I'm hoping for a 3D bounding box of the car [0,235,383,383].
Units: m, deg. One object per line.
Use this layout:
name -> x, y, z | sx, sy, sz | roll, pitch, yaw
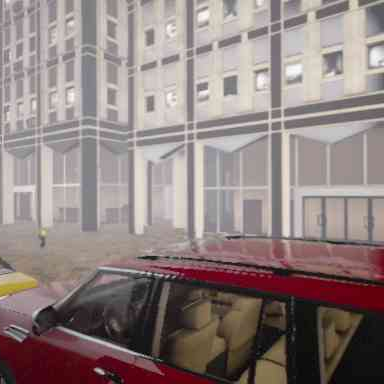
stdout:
car -> 0.119, 1.328, 2.786 | 5.009, 1.841, 2.192 | -1, 0, 36
